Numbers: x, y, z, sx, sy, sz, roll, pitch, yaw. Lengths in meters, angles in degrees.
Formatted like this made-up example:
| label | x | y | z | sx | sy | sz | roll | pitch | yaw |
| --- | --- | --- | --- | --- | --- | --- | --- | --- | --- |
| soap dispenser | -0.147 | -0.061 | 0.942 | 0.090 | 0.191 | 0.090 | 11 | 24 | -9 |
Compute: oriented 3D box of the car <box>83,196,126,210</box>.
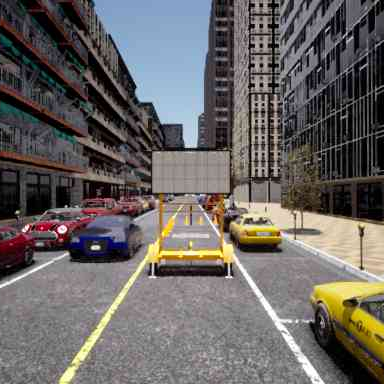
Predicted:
| label | x | y | z | sx | sy | sz | roll | pitch | yaw |
| --- | --- | --- | --- | --- | --- | --- | --- | --- | --- |
| car | -5.757 | 1.329 | 20.191 | 2.192 | 1.841 | 5.009 | 0 | 0 | 0 |

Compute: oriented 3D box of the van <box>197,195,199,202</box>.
| label | x | y | z | sx | sy | sz | roll | pitch | yaw |
| --- | --- | --- | --- | --- | --- | --- | --- | --- | --- |
| van | 2.431 | 1.479 | 71.191 | 1.690 | 1.788 | 3.998 | 0 | 0 | 0 |

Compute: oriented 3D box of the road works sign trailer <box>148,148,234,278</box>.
| label | x | y | z | sx | sy | sz | roll | pitch | yaw |
| --- | --- | --- | --- | --- | --- | --- | --- | --- | --- |
| road works sign trailer | -0.030 | 0.468 | 10.081 | 2.380 | 3.560 | 2.880 | 0 | 0 | 0 |

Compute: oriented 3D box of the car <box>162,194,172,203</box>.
| label | x | y | z | sx | sy | sz | roll | pitch | yaw |
| --- | --- | --- | --- | --- | --- | --- | --- | --- | --- |
| car | -5.950 | 1.704 | 71.159 | 1.947 | 1.339 | 4.313 | 0 | 0 | 0 |

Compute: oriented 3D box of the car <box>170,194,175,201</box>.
| label | x | y | z | sx | sy | sz | roll | pitch | yaw |
| --- | --- | --- | --- | --- | --- | --- | --- | --- | --- |
| car | -6.013 | 1.772 | 88.148 | 1.947 | 1.339 | 4.313 | 0 | 0 | 0 |

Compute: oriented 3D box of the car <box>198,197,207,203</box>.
| label | x | y | z | sx | sy | sz | roll | pitch | yaw |
| --- | --- | --- | --- | --- | --- | --- | --- | --- | --- |
| car | 2.409 | 1.742 | 76.854 | 1.802 | 1.307 | 4.206 | 0 | 0 | 0 |

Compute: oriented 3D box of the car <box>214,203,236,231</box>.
| label | x | y | z | sx | sy | sz | roll | pitch | yaw |
| --- | --- | --- | --- | --- | --- | --- | --- | --- | --- |
| car | 2.621 | 1.580 | 20.221 | 1.947 | 1.339 | 4.313 | 0 | 0 | 0 |

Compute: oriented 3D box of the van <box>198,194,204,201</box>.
| label | x | y | z | sx | sy | sz | roll | pitch | yaw |
| --- | --- | --- | --- | --- | --- | --- | --- | --- | --- |
| van | 2.367 | 1.547 | 88.180 | 1.690 | 1.788 | 3.998 | 0 | 0 | 0 |

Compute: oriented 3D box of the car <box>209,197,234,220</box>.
| label | x | y | z | sx | sy | sz | roll | pitch | yaw |
| --- | --- | --- | --- | --- | --- | --- | --- | --- | --- |
| car | 2.600 | 1.460 | 25.884 | 1.967 | 1.590 | 4.097 | 0 | 0 | 0 |

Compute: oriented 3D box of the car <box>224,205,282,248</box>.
| label | x | y | z | sx | sy | sz | roll | pitch | yaw |
| --- | --- | --- | --- | --- | --- | --- | --- | --- | --- |
| car | 2.642 | 1.533 | 14.728 | 1.752 | 1.417 | 4.829 | 0 | 0 | 0 |

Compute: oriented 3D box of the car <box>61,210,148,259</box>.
| label | x | y | z | sx | sy | sz | roll | pitch | yaw |
| --- | --- | --- | --- | --- | --- | --- | --- | --- | --- |
| car | -3.046 | 1.570 | 12.501 | 1.994 | 1.385 | 4.181 | 0 | 0 | 0 |

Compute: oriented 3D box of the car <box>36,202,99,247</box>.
| label | x | y | z | sx | sy | sz | roll | pitch | yaw |
| --- | --- | --- | --- | --- | --- | --- | --- | --- | --- |
| car | -5.737 | 1.448 | 14.527 | 1.967 | 1.590 | 4.097 | 0 | 0 | 0 |

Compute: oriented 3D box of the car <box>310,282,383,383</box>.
| label | x | y | z | sx | sy | sz | roll | pitch | yaw |
| --- | --- | --- | --- | --- | --- | --- | --- | --- | --- |
| car | 2.684 | 1.526 | 3.403 | 1.752 | 1.417 | 4.829 | 0 | 0 | 0 |

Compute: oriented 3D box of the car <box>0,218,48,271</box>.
| label | x | y | z | sx | sy | sz | roll | pitch | yaw |
| --- | --- | --- | --- | --- | --- | --- | --- | --- | --- |
| car | -5.717 | 1.585 | 8.864 | 1.802 | 1.307 | 4.206 | 0 | 0 | 0 |

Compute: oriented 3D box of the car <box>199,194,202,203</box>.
| label | x | y | z | sx | sy | sz | roll | pitch | yaw |
| --- | --- | --- | --- | --- | --- | --- | --- | --- | --- |
| car | 2.516 | 1.378 | 48.537 | 2.192 | 1.841 | 5.009 | 0 | 0 | 0 |

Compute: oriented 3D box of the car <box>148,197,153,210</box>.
| label | x | y | z | sx | sy | sz | roll | pitch | yaw |
| --- | --- | --- | --- | --- | --- | --- | --- | --- | --- |
| car | -5.822 | 1.562 | 37.011 | 1.752 | 1.417 | 4.829 | 0 | 0 | 0 |

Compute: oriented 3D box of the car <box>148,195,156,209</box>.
| label | x | y | z | sx | sy | sz | roll | pitch | yaw |
| --- | --- | --- | --- | --- | --- | --- | --- | --- | --- |
| car | -5.843 | 1.364 | 42.844 | 2.192 | 1.841 | 5.009 | 0 | 0 | 0 |

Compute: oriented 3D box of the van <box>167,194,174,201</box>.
| label | x | y | z | sx | sy | sz | roll | pitch | yaw |
| --- | --- | --- | --- | --- | --- | --- | --- | --- | --- |
| van | -6.034 | 1.575 | 93.813 | 1.690 | 1.788 | 3.998 | 0 | 0 | 0 |

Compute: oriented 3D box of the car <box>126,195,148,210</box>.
| label | x | y | z | sx | sy | sz | roll | pitch | yaw |
| --- | --- | --- | --- | --- | --- | --- | --- | --- | --- |
| car | -5.800 | 1.342 | 31.516 | 2.192 | 1.841 | 5.009 | 0 | 0 | 0 |

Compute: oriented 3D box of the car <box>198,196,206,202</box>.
| label | x | y | z | sx | sy | sz | roll | pitch | yaw |
| --- | --- | --- | --- | --- | --- | --- | --- | --- | --- |
| car | 2.388 | 1.764 | 82.516 | 1.802 | 1.307 | 4.206 | 0 | 0 | 0 |

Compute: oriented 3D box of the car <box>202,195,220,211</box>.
| label | x | y | z | sx | sy | sz | roll | pitch | yaw |
| --- | --- | --- | --- | --- | --- | --- | --- | --- | --- |
| car | 2.559 | 1.352 | 37.212 | 2.192 | 1.841 | 5.009 | 0 | 0 | 0 |
